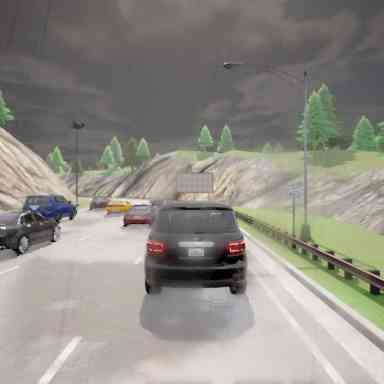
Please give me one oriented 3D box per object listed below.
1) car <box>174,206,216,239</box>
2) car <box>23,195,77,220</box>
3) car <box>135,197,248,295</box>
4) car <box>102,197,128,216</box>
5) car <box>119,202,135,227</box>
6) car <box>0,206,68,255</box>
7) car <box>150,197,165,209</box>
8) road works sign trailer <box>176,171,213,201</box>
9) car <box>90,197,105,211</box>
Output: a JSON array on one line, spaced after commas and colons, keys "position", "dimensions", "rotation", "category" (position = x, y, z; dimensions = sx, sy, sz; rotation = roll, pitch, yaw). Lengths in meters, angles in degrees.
[{"position": [0.119, 1.558, 18.102], "dimensions": [1.994, 1.385, 4.181], "rotation": [0, 0, -1], "category": "car"}, {"position": [-10.441, 1.222, 24.682], "dimensions": [2.150, 2.045, 5.566], "rotation": [0, 0, 0], "category": "car"}, {"position": [0.087, 1.221, 8.884], "dimensions": [2.150, 2.045, 5.566], "rotation": [0, 0, 0], "category": "car"}, {"position": [-7.173, 1.477, 33.057], "dimensions": [1.882, 1.535, 5.008], "rotation": [0, 0, -3], "category": "car"}, {"position": [-3.434, 1.564, 22.982], "dimensions": [1.994, 1.385, 4.181], "rotation": [0, 0, 0], "category": "car"}, {"position": [-6.917, 1.502, 13.275], "dimensions": [1.837, 1.490, 4.892], "rotation": [0, -1, 0], "category": "car"}, {"position": [-4.612, 1.498, 43.954], "dimensions": [1.837, 1.490, 4.892], "rotation": [0, -2, -7], "category": "car"}, {"position": [0.186, 0.464, 21.599], "dimensions": [2.380, 3.560, 2.880], "rotation": [0, 0, 0], "category": "road works sign trailer"}, {"position": [-11.405, 1.352, 41.783], "dimensions": [2.097, 1.767, 4.553], "rotation": [0, 0, -6], "category": "car"}]
